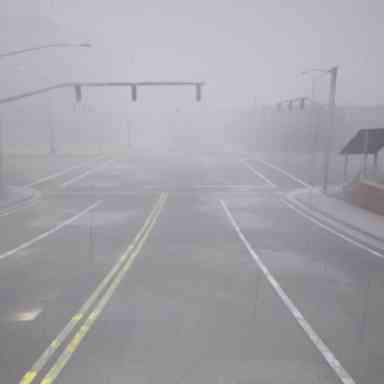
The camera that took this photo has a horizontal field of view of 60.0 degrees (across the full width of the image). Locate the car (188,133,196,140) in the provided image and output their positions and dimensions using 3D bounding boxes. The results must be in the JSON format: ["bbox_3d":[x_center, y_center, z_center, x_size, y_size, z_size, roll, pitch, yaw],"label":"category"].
[{"bbox_3d":[-0.018,-14.168,85.904,1.994,1.385,4.181,0,12,0],"label":"car"}]

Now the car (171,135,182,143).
[{"bbox_3d":[-3.516,-12.049,74.965,2.097,1.767,4.553,0,12,0],"label":"car"}]

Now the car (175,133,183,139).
[{"bbox_3d":[-3.519,-15.131,90.412,1.994,1.385,4.181,0,12,0],"label":"car"}]
